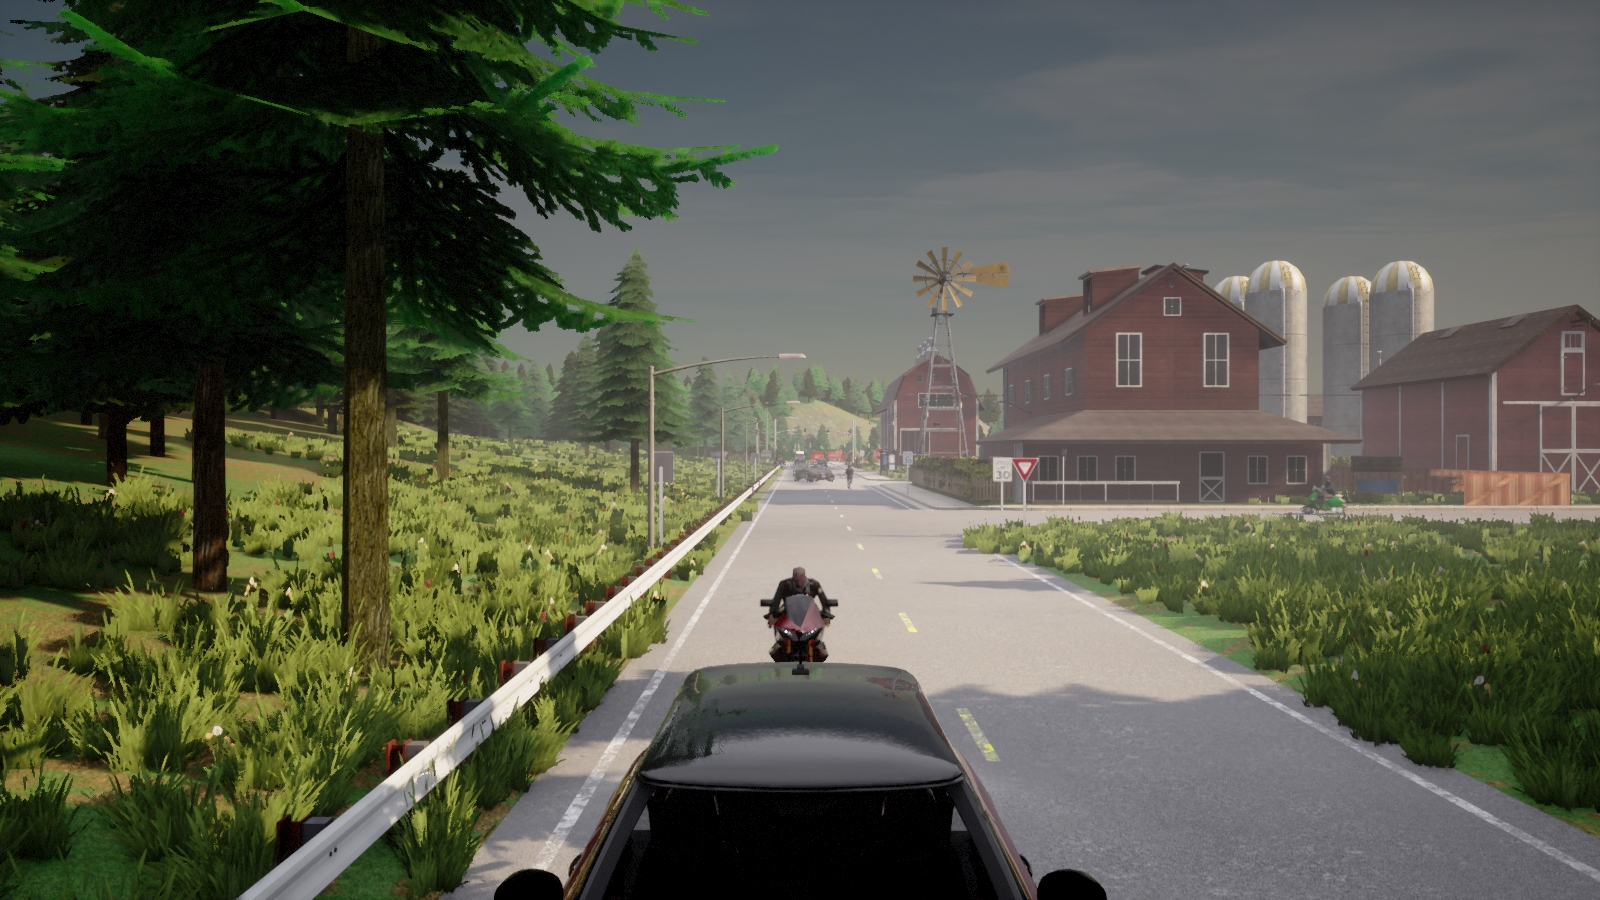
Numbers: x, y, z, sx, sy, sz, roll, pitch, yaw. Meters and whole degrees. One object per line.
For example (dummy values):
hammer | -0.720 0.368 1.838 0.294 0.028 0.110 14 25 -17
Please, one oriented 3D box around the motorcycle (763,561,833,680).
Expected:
motorcycle | -0.024 2.205 15.170 0.867 1.251 2.209 0 0 0

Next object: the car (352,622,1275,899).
car | 0.033 1.906 4.501 2.097 1.767 4.553 0 0 0
